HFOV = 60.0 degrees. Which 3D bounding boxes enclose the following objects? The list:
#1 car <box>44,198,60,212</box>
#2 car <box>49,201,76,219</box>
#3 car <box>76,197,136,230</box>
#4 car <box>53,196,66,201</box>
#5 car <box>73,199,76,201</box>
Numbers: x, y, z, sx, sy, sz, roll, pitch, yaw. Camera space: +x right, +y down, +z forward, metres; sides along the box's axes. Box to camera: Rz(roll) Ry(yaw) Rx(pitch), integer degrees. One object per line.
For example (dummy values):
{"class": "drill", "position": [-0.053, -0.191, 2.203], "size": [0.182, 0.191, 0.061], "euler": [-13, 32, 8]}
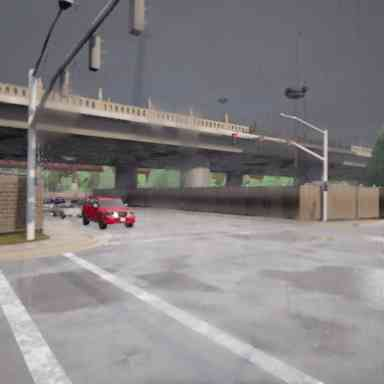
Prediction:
{"class": "car", "position": [-17.430, 1.691, 39.241], "size": [1.812, 1.442, 4.674], "euler": [1, -1, -35]}
{"class": "car", "position": [-11.617, 1.766, 31.107], "size": [1.895, 1.301, 4.718], "euler": [1, -1, -36]}
{"class": "car", "position": [-5.953, 1.387, 23.209], "size": [2.150, 2.045, 5.566], "euler": [1, -1, -36]}
{"class": "car", "position": [-25.272, 1.610, 62.534], "size": [2.097, 1.767, 4.553], "euler": [1, -1, -36]}
{"class": "car", "position": [-21.389, 1.866, 63.119], "size": [1.994, 1.385, 4.181], "euler": [1, -1, -36]}
